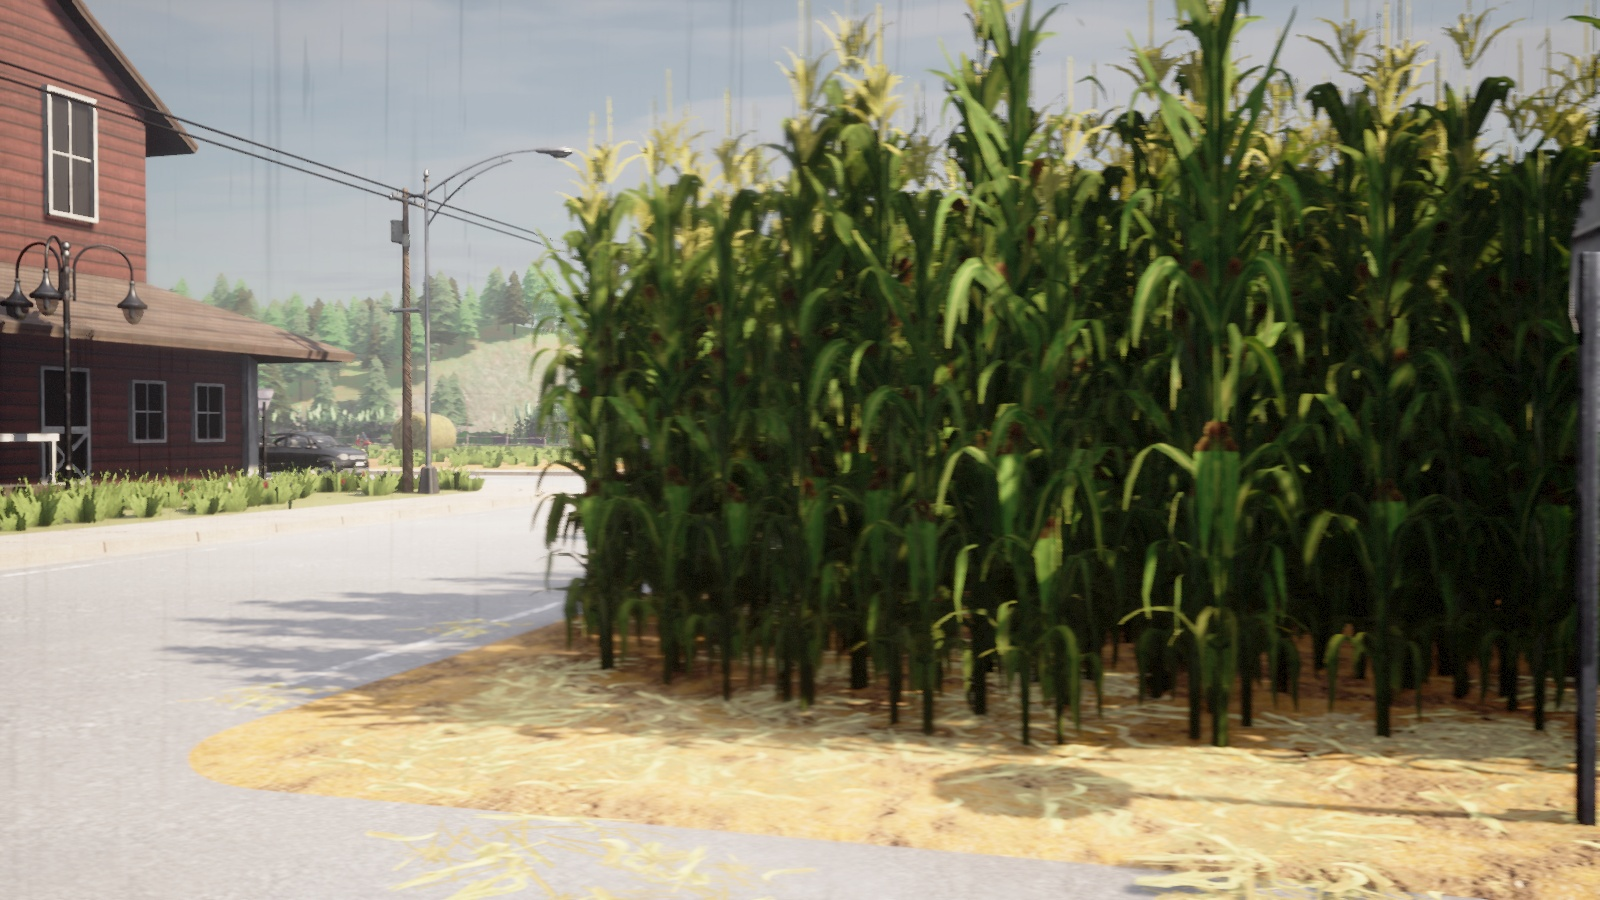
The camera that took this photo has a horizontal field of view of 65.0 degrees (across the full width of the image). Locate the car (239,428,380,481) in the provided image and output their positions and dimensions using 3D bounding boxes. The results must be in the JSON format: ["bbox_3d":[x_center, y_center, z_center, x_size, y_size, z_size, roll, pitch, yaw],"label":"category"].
[{"bbox_3d":[-15.092,0.119,38.665,3.705,1.549,1.789,0,1,15],"label":"car"}]
